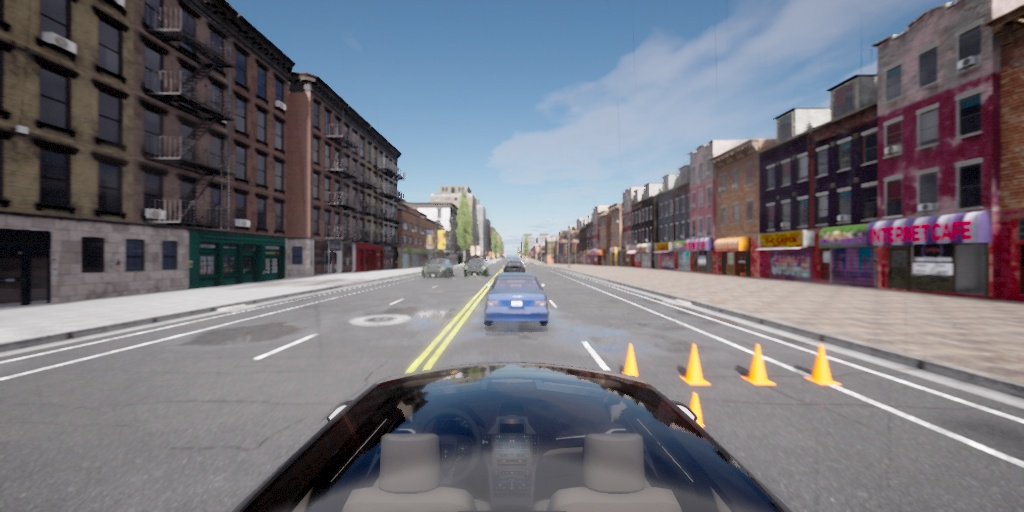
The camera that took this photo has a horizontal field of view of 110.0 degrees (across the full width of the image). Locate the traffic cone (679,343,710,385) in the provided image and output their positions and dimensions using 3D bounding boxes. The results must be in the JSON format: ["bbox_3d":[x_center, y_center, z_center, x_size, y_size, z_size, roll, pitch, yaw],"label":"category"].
[{"bbox_3d":[2.876,1.679,5.665,0.340,0.580,0.340,0,0,0],"label":"traffic cone"}]

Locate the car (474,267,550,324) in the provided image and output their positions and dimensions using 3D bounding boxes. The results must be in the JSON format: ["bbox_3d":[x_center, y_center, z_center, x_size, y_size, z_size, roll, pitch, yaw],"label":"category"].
[{"bbox_3d":[0.126,1.239,11.586,2.033,1.411,5.357,0,0,0],"label":"car"}]

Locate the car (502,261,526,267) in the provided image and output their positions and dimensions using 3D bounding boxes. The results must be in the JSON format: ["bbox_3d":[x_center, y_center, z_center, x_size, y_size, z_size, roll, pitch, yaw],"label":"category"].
[{"bbox_3d":[0.191,1.179,31.672,1.837,1.490,4.892,0,0,0],"label":"car"}]

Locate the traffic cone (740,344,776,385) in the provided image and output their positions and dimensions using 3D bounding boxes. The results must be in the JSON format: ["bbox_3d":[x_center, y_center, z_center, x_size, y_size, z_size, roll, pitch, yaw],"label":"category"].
[{"bbox_3d":[3.876,1.680,5.662,0.340,0.580,0.340,0,0,0],"label":"traffic cone"}]

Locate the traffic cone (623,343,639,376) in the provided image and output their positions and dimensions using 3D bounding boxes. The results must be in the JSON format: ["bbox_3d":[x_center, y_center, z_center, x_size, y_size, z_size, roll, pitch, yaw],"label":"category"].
[{"bbox_3d":[1.876,1.678,5.669,0.340,0.580,0.340,0,0,0],"label":"traffic cone"}]

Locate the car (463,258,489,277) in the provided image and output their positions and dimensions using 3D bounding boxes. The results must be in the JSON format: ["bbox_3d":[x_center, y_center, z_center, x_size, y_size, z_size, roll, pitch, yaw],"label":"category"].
[{"bbox_3d":[-3.245,1.023,33.396,2.097,1.767,4.553,0,0,0],"label":"car"}]

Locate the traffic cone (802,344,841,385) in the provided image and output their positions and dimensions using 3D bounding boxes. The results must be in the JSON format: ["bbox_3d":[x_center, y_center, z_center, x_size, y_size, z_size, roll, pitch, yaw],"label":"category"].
[{"bbox_3d":[4.876,1.681,5.659,0.340,0.580,0.340,0,0,0],"label":"traffic cone"}]

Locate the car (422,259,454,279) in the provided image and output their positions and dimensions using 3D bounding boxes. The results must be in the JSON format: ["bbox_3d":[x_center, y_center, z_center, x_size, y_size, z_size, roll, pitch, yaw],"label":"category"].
[{"bbox_3d":[-6.502,1.019,31.759,2.097,1.767,4.553,0,0,0],"label":"car"}]

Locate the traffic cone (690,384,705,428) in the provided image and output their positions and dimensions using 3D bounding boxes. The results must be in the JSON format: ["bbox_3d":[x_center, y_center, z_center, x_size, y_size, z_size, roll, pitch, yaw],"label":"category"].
[{"bbox_3d":[1.870,1.693,3.669,0.340,0.580,0.340,0,0,0],"label":"traffic cone"}]
